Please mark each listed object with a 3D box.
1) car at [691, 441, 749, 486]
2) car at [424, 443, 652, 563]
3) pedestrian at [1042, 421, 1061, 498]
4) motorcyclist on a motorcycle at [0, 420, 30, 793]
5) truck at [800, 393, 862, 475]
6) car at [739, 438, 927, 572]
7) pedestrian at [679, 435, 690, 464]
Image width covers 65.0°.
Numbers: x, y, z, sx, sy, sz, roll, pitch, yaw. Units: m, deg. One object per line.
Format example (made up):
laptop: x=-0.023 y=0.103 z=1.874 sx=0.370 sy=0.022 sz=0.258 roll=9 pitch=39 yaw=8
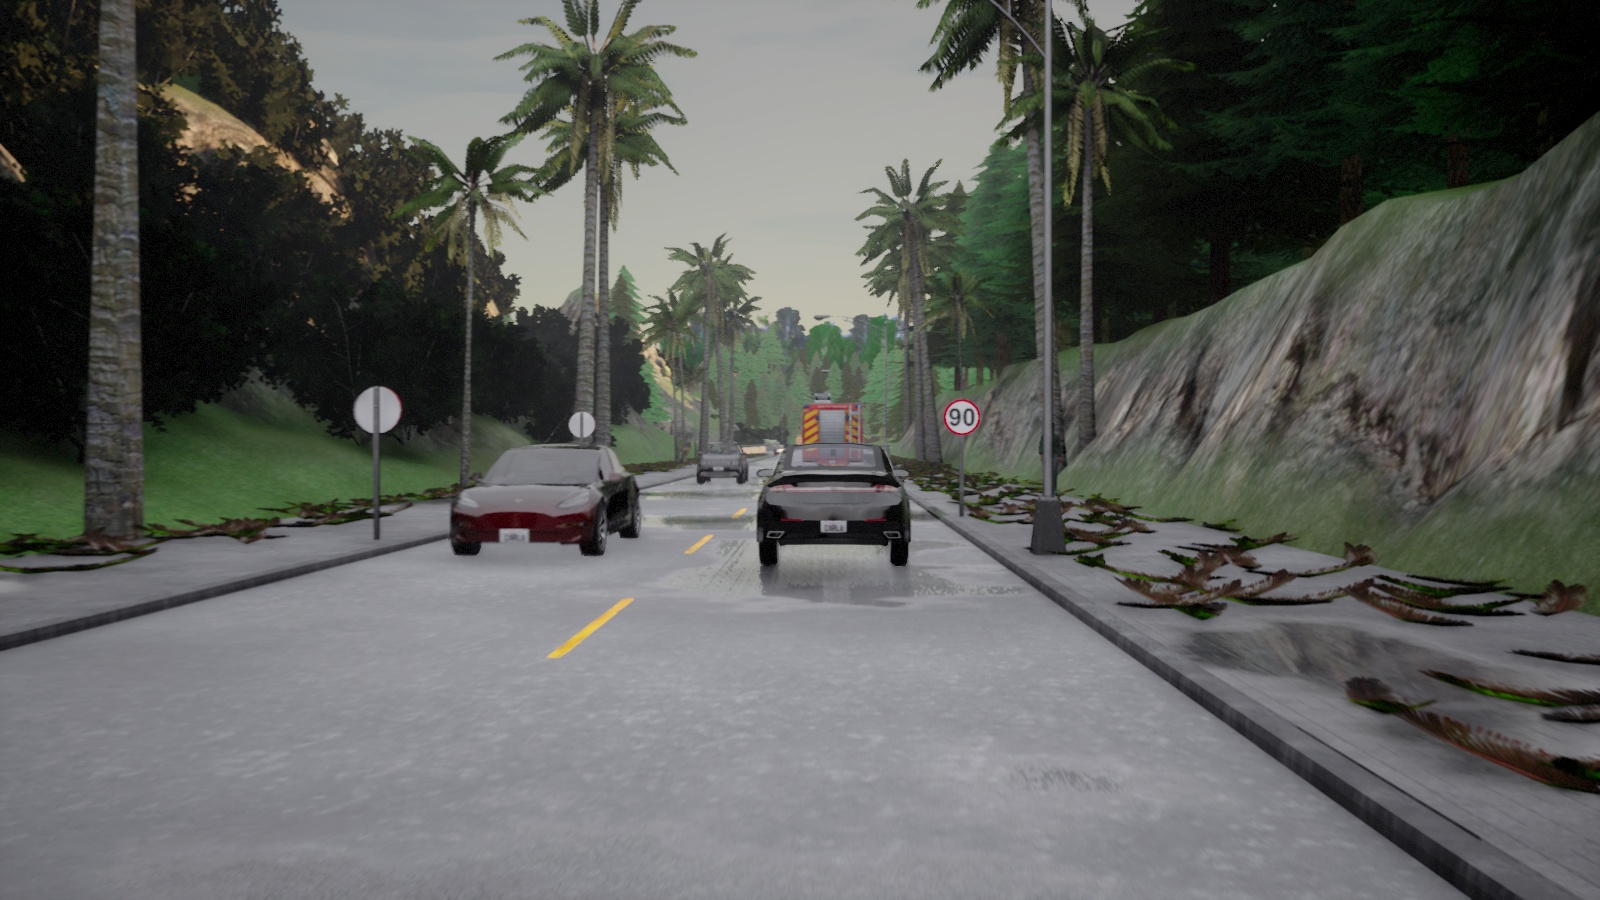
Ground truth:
car: x=-2.865 y=0.463 z=45.823 sx=1.789 sy=1.549 sz=3.705 roll=0 pitch=0 yaw=1
car: x=-3.539 y=0.641 z=17.978 sx=2.163 sy=1.488 sz=4.792 roll=0 pitch=0 yaw=1
pedestrian: x=6.067 y=0.227 z=30.321 sx=0.353 sy=1.847 sz=0.614 roll=0 pitch=0 yaw=2
motorcyclist on a motorcycle: x=-3.862 y=0.670 z=4.658 sx=0.866 sy=1.590 sz=1.817 roll=0 pitch=0 yaw=1
truck: x=1.557 y=-0.773 z=63.144 sx=2.891 sy=3.827 sz=8.468 roll=0 pitch=0 yaw=1
car: x=0.430 y=0.609 z=16.708 sx=2.128 sy=1.511 sz=4.902 roll=0 pitch=0 yaw=1
pedestrian: x=-7.298 y=-0.043 z=79.366 sx=0.540 sy=1.848 sz=0.694 roll=0 pitch=0 yaw=8
